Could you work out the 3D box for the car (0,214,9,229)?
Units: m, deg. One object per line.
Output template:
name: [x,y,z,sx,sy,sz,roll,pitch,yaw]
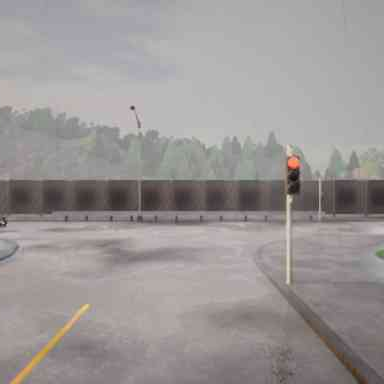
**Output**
car: [-12.816,1.475,18.441,4.892,1.490,1.837,0,0,0]
